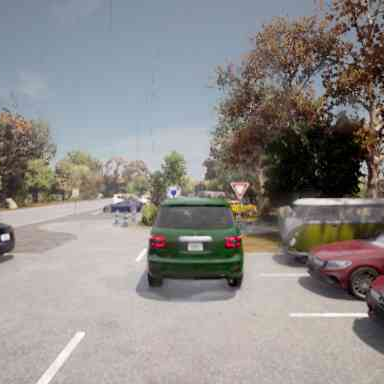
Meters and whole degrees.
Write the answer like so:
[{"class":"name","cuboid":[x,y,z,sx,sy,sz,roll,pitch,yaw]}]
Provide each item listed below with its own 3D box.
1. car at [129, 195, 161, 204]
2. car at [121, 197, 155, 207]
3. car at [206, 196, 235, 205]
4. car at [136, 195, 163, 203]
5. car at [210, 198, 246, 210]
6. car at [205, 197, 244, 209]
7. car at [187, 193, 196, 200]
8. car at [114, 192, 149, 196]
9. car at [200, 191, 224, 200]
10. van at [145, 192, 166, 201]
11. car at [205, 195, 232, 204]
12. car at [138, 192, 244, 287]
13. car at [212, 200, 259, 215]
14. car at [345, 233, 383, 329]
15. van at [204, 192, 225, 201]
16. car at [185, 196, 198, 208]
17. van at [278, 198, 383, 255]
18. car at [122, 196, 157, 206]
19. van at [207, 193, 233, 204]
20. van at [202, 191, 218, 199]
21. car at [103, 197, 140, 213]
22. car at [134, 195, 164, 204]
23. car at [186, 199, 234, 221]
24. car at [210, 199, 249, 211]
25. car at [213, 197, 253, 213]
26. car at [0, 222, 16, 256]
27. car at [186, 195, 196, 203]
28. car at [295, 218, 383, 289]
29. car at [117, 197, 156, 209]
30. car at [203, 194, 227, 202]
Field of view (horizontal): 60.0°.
[{"class":"car","cuboid":[-8.413,1.368,59.575,5.366,1.575,1.946,0,1,0]},{"class":"car","cuboid":[-8.231,1.510,51.127,4.892,1.521,2.231,0,1,0]},{"class":"car","cuboid":[4.820,1.448,56.626,4.792,1.488,2.163,0,1,0]},{"class":"car","cuboid":[-8.228,1.300,64.995,4.892,1.521,2.231,0,1,0]},{"class":"car","cuboid":[4.833,1.642,45.548,4.674,1.452,2.002,0,1,0]},{"class":"car","cuboid":[4.654,1.553,48.318,5.366,1.575,1.946,0,1,0]},{"class":"car","cuboid":[-0.166,1.059,78.714,2.128,1.511,4.902,0,0,0]},{"class":"car","cuboid":[-8.215,1.350,45.571,5.566,2.045,2.435,0,1,0]},{"class":"car","cuboid":[4.849,0.908,81.544,5.566,2.045,2.435,0,0,0]},{"class":"van","cuboid":[-8.095,0.998,73.322,4.442,1.987,1.878,0,0,0]},{"class":"car","cuboid":[4.884,1.362,62.290,4.792,1.488,2.163,0,1,0]},{"class":"car","cuboid":[0.087,1.155,9.304,2.150,2.045,5.566,0,1,0]},{"class":"car","cuboid":[4.822,1.738,37.361,5.008,1.535,2.097,0,1,0]},{"class":"car","cuboid":[5.052,1.494,4.804,4.674,1.452,2.002,0,1,0]},{"class":"van","cuboid":[4.984,0.999,73.234,4.442,1.987,1.878,0,0,0]},{"class":"car","cuboid":[-0.103,1.511,50.909,1.882,1.535,5.008,0,1,0]},{"class":"van","cuboid":[4.933,1.180,10.261,4.442,1.987,1.878,-1,0,0]},{"class":"car","cuboid":[-8.420,1.460,53.902,5.366,1.575,1.946,0,1,0]},{"class":"van","cuboid":[4.969,1.147,59.515,4.442,1.987,1.878,0,1,0]},{"class":"van","cuboid":[5.006,0.844,92.750,4.442,1.987,1.878,0,0,0]},{"class":"car","cuboid":[-8.279,1.724,40.024,4.792,1.488,2.163,0,1,0]},{"class":"car","cuboid":[-8.039,1.330,62.227,5.366,1.575,1.946,0,1,0]},{"class":"car","cuboid":[1.474,1.578,29.385,2.097,1.767,4.553,2,-3,-30]},{"class":"car","cuboid":[4.804,1.678,42.778,4.792,1.488,2.163,0,1,0]},{"class":"car","cuboid":[4.861,1.567,40.130,4.553,1.767,2.185,0,1,0]},{"class":"car","cuboid":[-8.049,1.434,10.205,4.792,1.488,2.163,0,1,0]},{"class":"car","cuboid":[-0.147,1.303,66.846,1.837,1.490,4.892,0,0,2]},{"class":"car","cuboid":[5.057,1.468,7.589,4.674,1.452,2.002,0,1,0]},{"class":"car","cuboid":[-8.055,1.552,48.351,5.366,1.575,1.946,0,1,0]},{"class":"car","cuboid":[4.870,1.247,70.466,5.008,1.535,2.097,0,0,0]}]
